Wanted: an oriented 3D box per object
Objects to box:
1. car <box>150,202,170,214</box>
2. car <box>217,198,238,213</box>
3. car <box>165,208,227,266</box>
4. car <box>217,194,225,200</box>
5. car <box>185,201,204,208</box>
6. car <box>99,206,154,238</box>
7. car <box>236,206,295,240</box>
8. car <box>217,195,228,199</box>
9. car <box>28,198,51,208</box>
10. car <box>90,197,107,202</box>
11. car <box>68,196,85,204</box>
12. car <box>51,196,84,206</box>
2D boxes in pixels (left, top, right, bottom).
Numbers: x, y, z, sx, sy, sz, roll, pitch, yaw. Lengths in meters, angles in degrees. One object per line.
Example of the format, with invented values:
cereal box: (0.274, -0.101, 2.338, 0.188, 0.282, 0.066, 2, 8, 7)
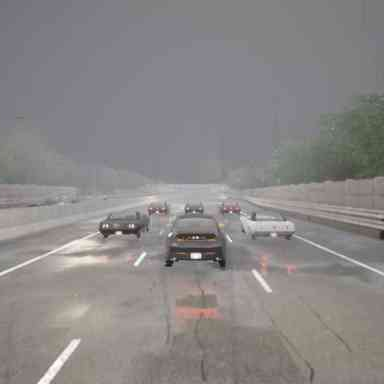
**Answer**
car: (-3.277, 1.618, 33.881, 1.895, 1.301, 4.718, 0, 0, 0)
car: (3.723, 1.618, 33.892, 1.895, 1.301, 4.718, 0, 0, 0)
car: (0.118, 1.510, 11.588, 1.837, 1.490, 4.892, 0, 0, 0)
car: (7.846, 1.434, 90.579, 1.882, 1.535, 5.008, 0, 0, 1)
car: (0.223, 1.618, 33.905, 1.895, 1.301, 4.718, 0, 0, 0)
car: (-3.364, 1.608, 17.551, 1.895, 1.301, 4.718, 0, 0, 0)
car: (3.633, 1.609, 16.913, 1.895, 1.301, 4.718, 0, 0, 0)
car: (7.531, 1.448, 79.359, 1.812, 1.442, 4.674, 0, 0, 2)
car: (-20.848, 1.571, 46.661, 2.033, 1.411, 5.357, 0, 0, 1)
car: (-13.816, 1.504, 49.544, 1.882, 1.535, 5.008, 0, 0, 1)
car: (-23.401, 1.514, 67.570, 1.837, 1.490, 4.892, 0, 0, -2)
car: (-17.351, 1.514, 46.803, 2.128, 1.511, 4.902, 0, 0, 0)
